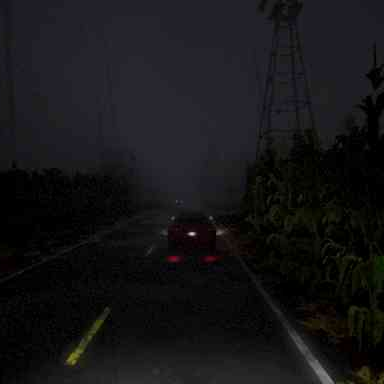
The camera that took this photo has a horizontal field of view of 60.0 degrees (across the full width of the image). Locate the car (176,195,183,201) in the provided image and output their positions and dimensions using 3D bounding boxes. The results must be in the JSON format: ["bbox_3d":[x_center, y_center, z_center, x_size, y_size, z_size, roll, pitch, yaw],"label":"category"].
[{"bbox_3d":[-3.200,1.495,85.251,2.033,1.411,5.357,0,0,0],"label":"car"}]

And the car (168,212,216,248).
[{"bbox_3d":[0.000,1.569,14.672,1.994,1.385,4.181,0,0,0],"label":"car"}]
